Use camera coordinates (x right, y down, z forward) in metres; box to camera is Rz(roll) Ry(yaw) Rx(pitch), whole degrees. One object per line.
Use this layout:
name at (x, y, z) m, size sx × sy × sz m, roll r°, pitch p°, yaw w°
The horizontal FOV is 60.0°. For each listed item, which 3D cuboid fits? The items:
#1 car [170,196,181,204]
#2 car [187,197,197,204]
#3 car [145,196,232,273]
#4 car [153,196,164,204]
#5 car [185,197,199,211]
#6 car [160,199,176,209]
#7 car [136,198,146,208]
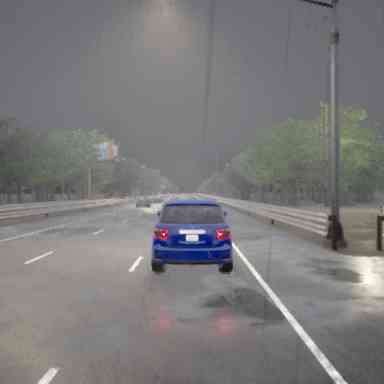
car at (-3.473, 1.649, 69.685) m, size 2.128 × 1.511 × 4.902 m, roll 0°, pitch 0°, yaw 0°
car at (0.027, 1.677, 69.779) m, size 1.994 × 1.385 × 4.181 m, roll 0°, pitch 0°, yaw 0°
car at (0.003, 1.224, 10.838) m, size 2.150 × 2.045 × 5.566 m, roll 0°, pitch 0°, yaw 0°
car at (-6.973, 1.649, 69.434) m, size 1.812 × 1.442 × 4.674 m, roll 0°, pitch 0°, yaw 0°
car at (0.016, 1.553, 44.599) m, size 1.837 × 1.490 × 4.892 m, roll 0°, pitch 2°, yaw 0°
car at (-3.480, 1.683, 48.783) m, size 1.895 × 1.301 × 4.718 m, roll 0°, pitch 0°, yaw 0°
car at (-6.980, 1.573, 48.311) m, size 2.128 × 1.511 × 4.902 m, roll 0°, pitch 0°, yaw 0°
